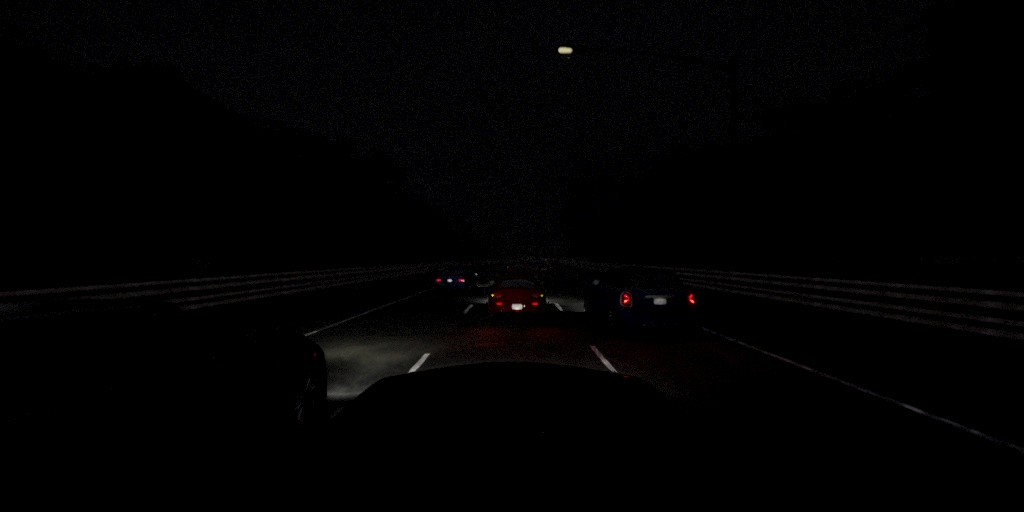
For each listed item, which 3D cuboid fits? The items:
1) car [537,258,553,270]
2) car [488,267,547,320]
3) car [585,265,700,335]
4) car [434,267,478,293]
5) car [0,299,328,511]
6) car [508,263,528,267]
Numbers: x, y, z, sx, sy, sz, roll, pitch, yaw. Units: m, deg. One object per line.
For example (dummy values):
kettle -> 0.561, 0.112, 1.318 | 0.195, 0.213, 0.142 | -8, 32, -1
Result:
car -> 5.366, 1.520, 60.577 | 2.128, 1.511, 4.902 | 0, 0, 4
car -> 0.180, 1.292, 12.623 | 1.812, 1.442, 4.674 | 0, 0, 1
car -> 3.565, 1.116, 10.690 | 2.097, 1.767, 4.553 | 0, 0, 1
car -> -3.170, 1.335, 21.086 | 2.033, 1.411, 5.357 | 0, 0, 1
car -> -3.384, 1.103, 2.691 | 2.097, 1.767, 4.553 | 0, 0, 0
car -> 0.589, 1.306, 30.712 | 1.882, 1.535, 5.008 | 0, 0, 2
